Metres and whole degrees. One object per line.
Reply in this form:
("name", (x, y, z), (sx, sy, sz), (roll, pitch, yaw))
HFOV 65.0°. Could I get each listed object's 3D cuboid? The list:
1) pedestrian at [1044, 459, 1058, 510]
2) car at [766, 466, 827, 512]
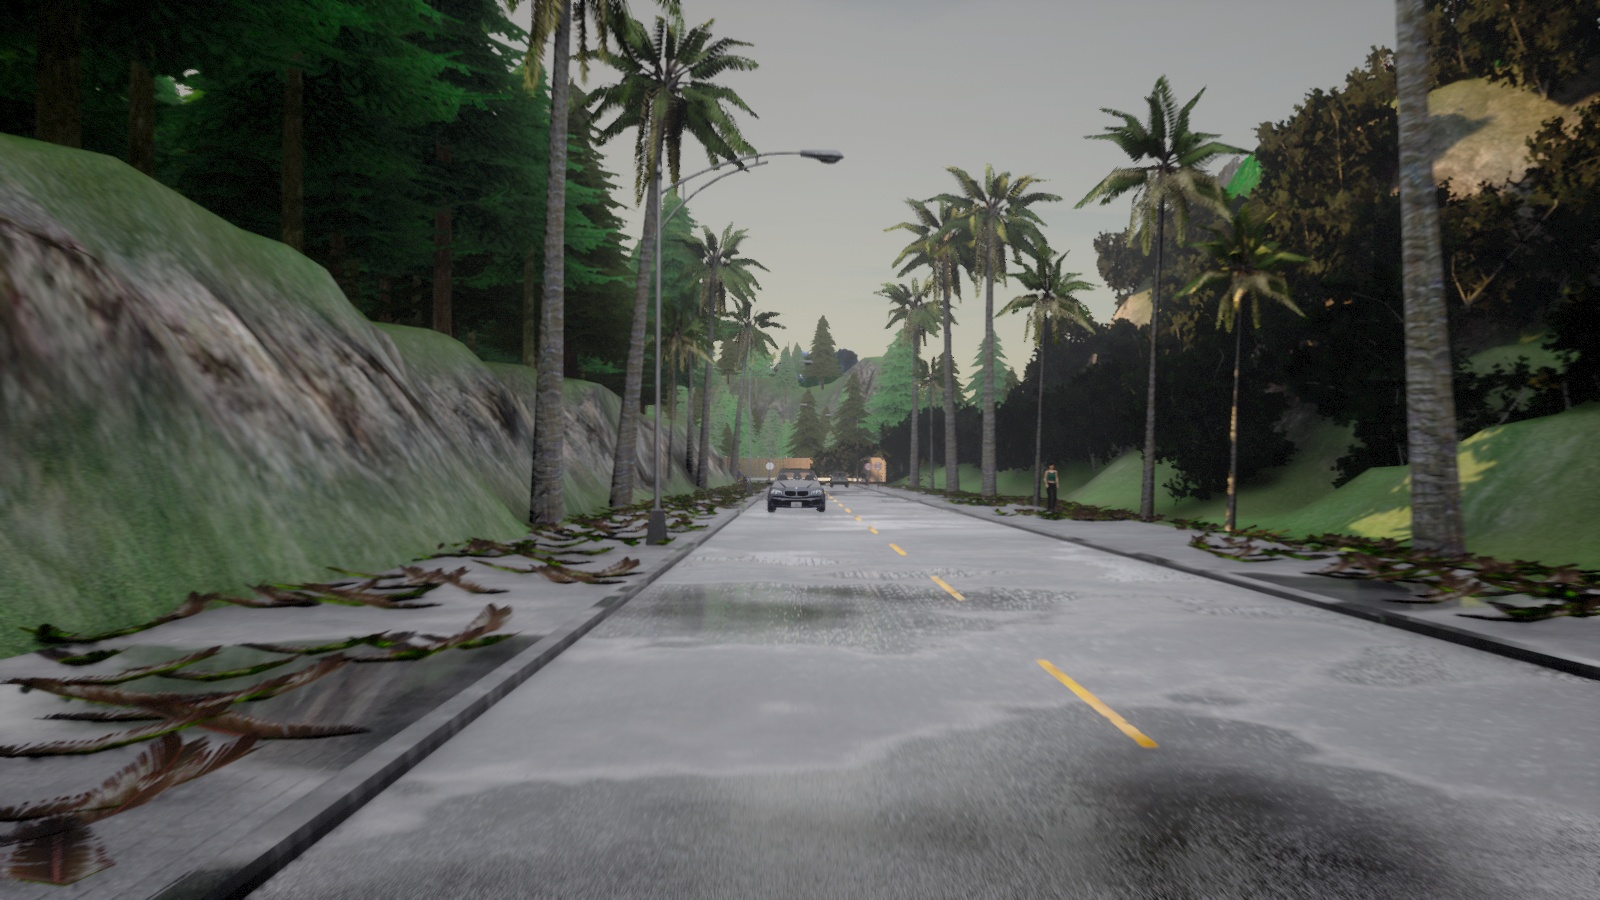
("pedestrian", (9.122, 1.247, 45.672), (0.345, 1.836, 0.594), (0, -1, -3))
("car", (-0.121, 1.470, 48.569), (2.242, 1.667, 4.611), (0, -1, 0))
